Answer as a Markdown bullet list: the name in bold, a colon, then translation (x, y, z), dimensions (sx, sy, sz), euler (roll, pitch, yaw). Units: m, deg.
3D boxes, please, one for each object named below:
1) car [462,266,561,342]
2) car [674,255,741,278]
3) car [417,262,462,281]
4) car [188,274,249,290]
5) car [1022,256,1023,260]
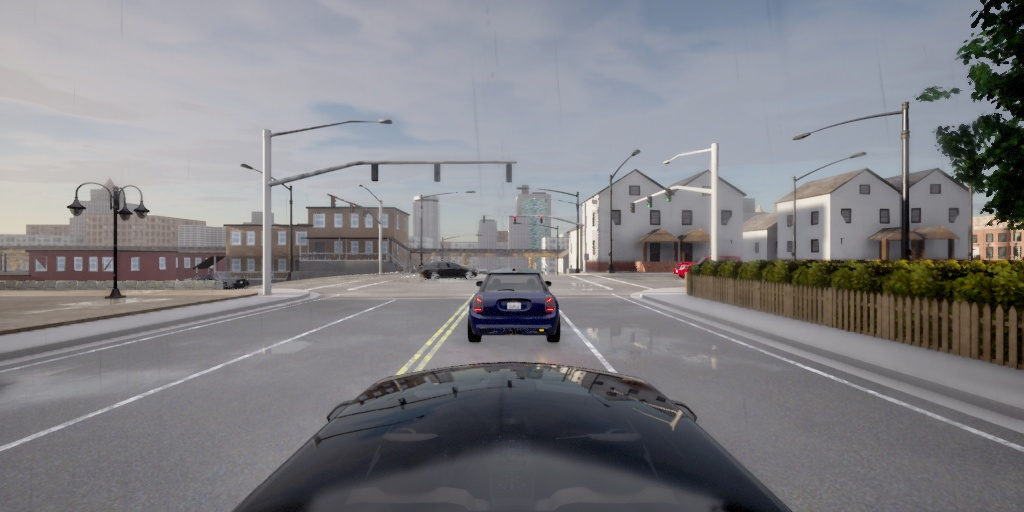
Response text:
- **car**: translation (0.051, 1.102, 9.905), dimensions (2.097, 1.767, 4.553), euler (0, 0, 0)
- **car**: translation (17.029, 0.971, 31.031), dimensions (5.566, 2.045, 2.150), euler (0, 0, -1)
- **car**: translation (-5.263, 1.194, 29.334), dimensions (4.892, 1.490, 1.837), euler (-1, 2, -30)
- **car**: translation (-22.152, 2.010, 26.675), dimensions (4.181, 1.385, 1.994), euler (-7, 0, -1)
- **car**: translation (42.772, 0.971, 27.757), dimensions (5.566, 2.045, 2.150), euler (0, 0, -1)
